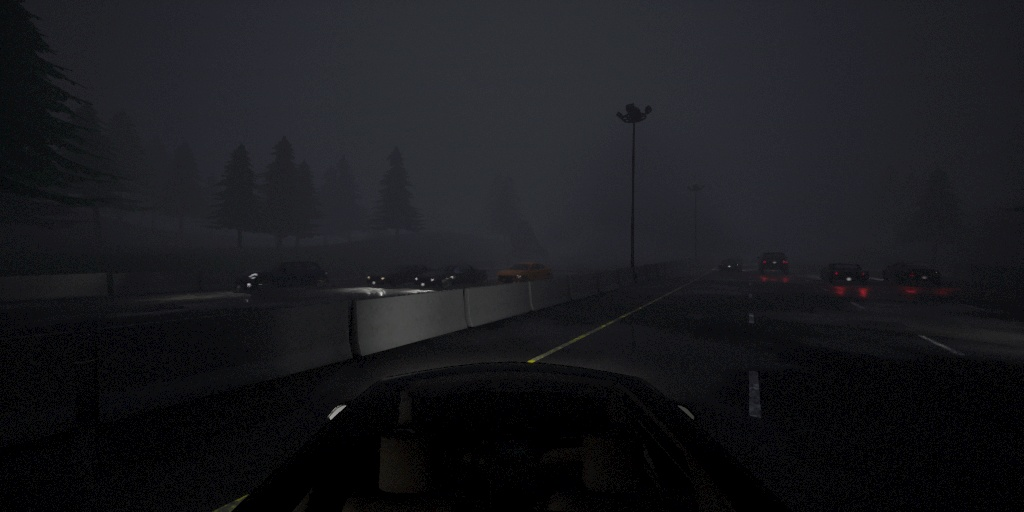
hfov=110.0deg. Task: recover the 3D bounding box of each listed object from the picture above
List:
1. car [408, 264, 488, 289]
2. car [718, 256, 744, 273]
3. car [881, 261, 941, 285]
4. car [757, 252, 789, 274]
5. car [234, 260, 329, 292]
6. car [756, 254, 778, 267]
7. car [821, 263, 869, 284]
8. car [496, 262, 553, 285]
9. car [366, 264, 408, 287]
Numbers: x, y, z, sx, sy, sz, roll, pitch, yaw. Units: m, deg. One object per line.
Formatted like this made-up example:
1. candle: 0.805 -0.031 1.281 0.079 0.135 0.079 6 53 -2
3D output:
1. car: -3.715 1.245 23.011 2.033 1.411 5.357 0 0 33
2. car: 22.422 0.956 36.828 1.994 1.385 4.181 0 1 34
3. car: 26.340 1.066 23.721 1.812 1.442 4.674 0 1 33
4. car: 24.958 0.628 34.315 2.150 2.045 5.566 0 1 33
5. car: -13.393 1.078 21.059 2.097 1.767 4.553 0 0 33
6. car: 33.188 0.584 46.768 2.128 1.511 4.902 0 1 33
7. car: 23.009 1.150 25.001 1.895 1.301 4.718 0 1 33
8. car: 0.901 1.156 23.641 1.882 1.535 5.008 0 0 34
9. car: -7.050 1.248 24.312 2.033 1.411 5.357 0 0 33
